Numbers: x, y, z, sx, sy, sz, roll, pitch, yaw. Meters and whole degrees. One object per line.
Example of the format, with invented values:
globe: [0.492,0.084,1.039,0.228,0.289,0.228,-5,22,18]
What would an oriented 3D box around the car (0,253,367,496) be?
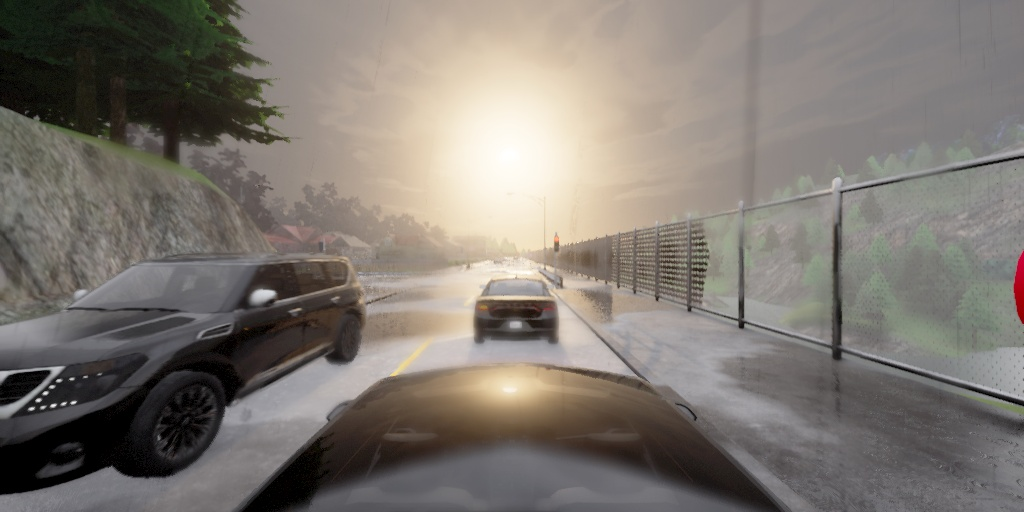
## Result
car: [-4.060,0.965,5.115,2.150,2.045,5.566,0,0,1]

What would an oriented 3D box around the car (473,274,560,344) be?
car: [0.127,1.212,9.570,1.882,1.535,5.008,0,0,1]
